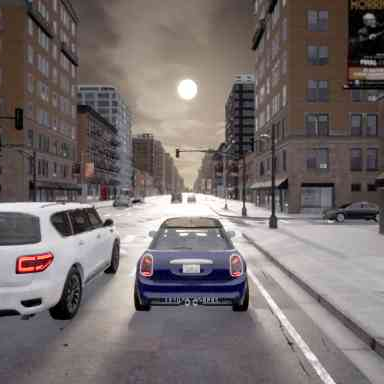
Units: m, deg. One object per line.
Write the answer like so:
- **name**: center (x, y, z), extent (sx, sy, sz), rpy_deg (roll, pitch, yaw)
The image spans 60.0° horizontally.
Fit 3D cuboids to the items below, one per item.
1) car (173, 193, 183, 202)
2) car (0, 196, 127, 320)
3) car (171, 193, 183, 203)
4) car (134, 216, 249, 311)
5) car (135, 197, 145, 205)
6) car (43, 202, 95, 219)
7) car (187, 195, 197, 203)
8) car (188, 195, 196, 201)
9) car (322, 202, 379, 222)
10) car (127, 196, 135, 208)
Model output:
- **car**: center (-3.346, 1.212, 80.425), extent (2.150, 2.045, 5.566), rpy_deg (0, 0, 0)
- **car**: center (-3.157, 1.223, 7.450), extent (2.150, 2.045, 5.566), rpy_deg (0, 0, 0)
- **car**: center (-3.247, 1.211, 70.035), extent (2.150, 2.045, 5.566), rpy_deg (0, 0, 0)
- **car**: center (-0.002, 1.352, 7.907), extent (2.097, 1.767, 4.553), rpy_deg (0, 0, 0)
- **car**: center (-9.890, 1.594, 60.810), extent (1.895, 1.301, 4.718), rpy_deg (0, 0, 0)
- **car**: center (-10.960, 1.612, 30.091), extent (1.895, 1.301, 4.718), rpy_deg (0, 0, 17)
- **car**: center (-0.083, 1.482, 69.291), extent (2.128, 1.511, 4.902), rpy_deg (0, 0, 0)
- **car**: center (-0.096, 1.453, 79.740), extent (1.895, 1.301, 4.718), rpy_deg (0, 0, 0)
- **car**: center (12.691, 1.545, 25.943), extent (4.892, 1.490, 1.837), rpy_deg (0, 0, 2)
- **car**: center (-9.906, 1.348, 47.565), extent (2.097, 1.767, 4.553), rpy_deg (0, 0, 0)
